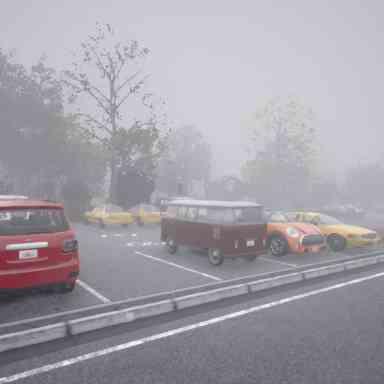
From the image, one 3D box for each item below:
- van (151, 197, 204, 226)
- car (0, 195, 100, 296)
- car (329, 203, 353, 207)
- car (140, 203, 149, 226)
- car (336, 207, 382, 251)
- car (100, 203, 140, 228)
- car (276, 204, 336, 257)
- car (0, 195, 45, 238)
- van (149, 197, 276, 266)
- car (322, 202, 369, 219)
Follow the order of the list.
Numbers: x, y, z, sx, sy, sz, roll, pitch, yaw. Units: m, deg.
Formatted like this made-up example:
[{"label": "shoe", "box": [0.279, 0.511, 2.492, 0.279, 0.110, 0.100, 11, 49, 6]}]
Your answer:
[{"label": "van", "box": [-1.181, 1.375, 25.392, 1.878, 1.987, 4.442, 1, -1, -36]}, {"label": "car", "box": [-4.474, 1.200, 8.071, 2.435, 2.045, 5.566, 1, 0, -36]}, {"label": "car", "box": [15.632, 2.190, 37.608, 2.002, 1.452, 4.674, 2, -1, -36]}, {"label": "car", "box": [-3.627, 1.553, 24.002, 1.946, 1.575, 5.366, 1, -1, -36]}, {"label": "car", "box": [5.500, 1.587, 15.001, 1.946, 1.575, 5.366, 1, -1, -36]}, {"label": "car", "box": [-5.787, 1.516, 22.447, 1.946, 1.575, 5.366, 1, 0, -36]}, {"label": "car", "box": [3.008, 1.417, 13.473, 2.185, 1.767, 4.553, 1, -1, -36]}, {"label": "car", "box": [-10.299, 1.210, 18.934, 2.435, 2.045, 5.566, 0, 0, -36]}, {"label": "van", "box": [0.495, 1.280, 11.767, 1.878, 1.987, 4.442, 1, 0, -36]}, {"label": "car", "box": [18.181, 2.128, 39.500, 2.185, 1.767, 4.553, 2, -1, -35]}]
